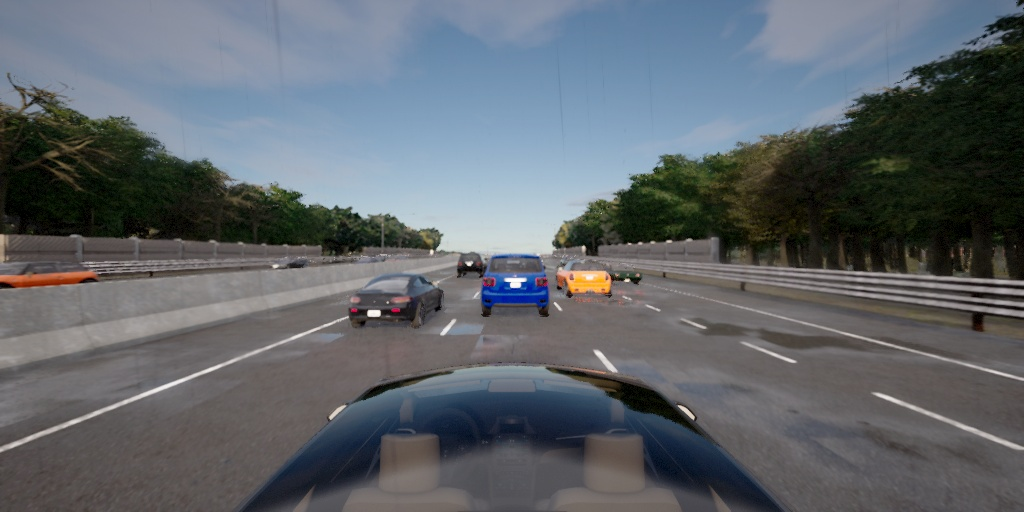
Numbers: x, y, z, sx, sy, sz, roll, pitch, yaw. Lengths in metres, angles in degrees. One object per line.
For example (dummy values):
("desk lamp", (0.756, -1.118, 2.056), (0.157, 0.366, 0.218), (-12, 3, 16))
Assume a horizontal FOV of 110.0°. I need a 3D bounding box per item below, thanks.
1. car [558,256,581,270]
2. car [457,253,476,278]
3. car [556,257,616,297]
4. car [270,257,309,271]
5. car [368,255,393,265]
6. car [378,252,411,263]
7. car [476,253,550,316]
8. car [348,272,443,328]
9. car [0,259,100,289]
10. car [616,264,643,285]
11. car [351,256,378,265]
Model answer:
("car", (7.103, 0.841, 44.613), (2.128, 1.511, 4.902), (0, 1, 0))
("car", (-3.397, 0.737, 31.049), (2.150, 2.045, 5.566), (0, 1, 0))
("car", (3.503, 1.004, 18.316), (2.097, 1.767, 4.553), (0, 1, 0))
("car", (-24.580, 0.902, 39.694), (2.128, 1.511, 4.902), (0, 1, 0))
("car", (-21.041, 0.652, 57.579), (2.128, 1.511, 4.902), (0, 1, 1))
("car", (-14.082, 0.712, 43.656), (2.097, 1.767, 4.553), (0, 1, 0))
("car", (0.101, 0.913, 13.149), (2.150, 2.045, 5.566), (0, 0, 0))
("car", (-3.398, 1.231, 11.139), (1.812, 1.442, 4.674), (0, 0, 0))
("car", (-21.096, 1.024, 15.450), (2.097, 1.767, 4.553), (0, 0, 0))
("car", (7.085, 1.193, 24.212), (1.895, 1.301, 4.718), (0, 1, 0))
("car", (-17.585, 0.908, 43.567), (2.033, 1.411, 5.357), (0, 1, 0))
